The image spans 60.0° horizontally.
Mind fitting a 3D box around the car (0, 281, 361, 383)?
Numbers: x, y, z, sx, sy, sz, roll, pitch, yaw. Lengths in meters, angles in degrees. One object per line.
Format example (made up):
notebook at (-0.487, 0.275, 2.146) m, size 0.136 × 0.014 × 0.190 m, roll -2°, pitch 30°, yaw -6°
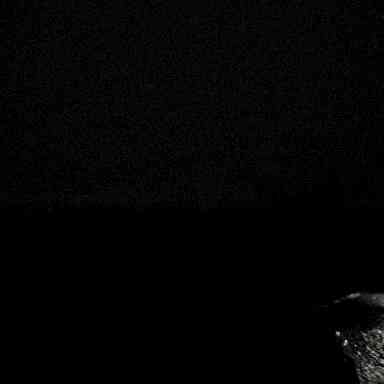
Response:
car at (-0.445, 1.574, 2.752) m, size 4.181 × 1.385 × 1.994 m, roll 0°, pitch 0°, yaw -36°
